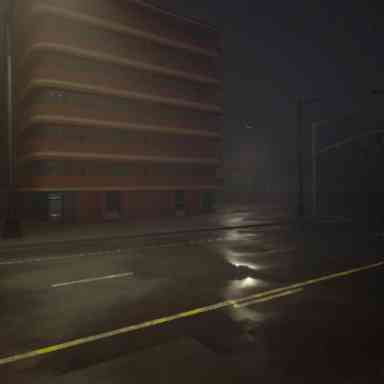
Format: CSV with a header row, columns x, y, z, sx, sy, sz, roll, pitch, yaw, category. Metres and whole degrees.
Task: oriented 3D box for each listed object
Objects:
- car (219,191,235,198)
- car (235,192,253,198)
x,y,z,sx,sy,sz,roll,pitch,yaw,category
9.305,0.682,86.493,4.611,1.667,2.242,-1,1,-35,car
13.279,0.829,82.274,3.806,1.475,1.970,-1,1,-35,car
